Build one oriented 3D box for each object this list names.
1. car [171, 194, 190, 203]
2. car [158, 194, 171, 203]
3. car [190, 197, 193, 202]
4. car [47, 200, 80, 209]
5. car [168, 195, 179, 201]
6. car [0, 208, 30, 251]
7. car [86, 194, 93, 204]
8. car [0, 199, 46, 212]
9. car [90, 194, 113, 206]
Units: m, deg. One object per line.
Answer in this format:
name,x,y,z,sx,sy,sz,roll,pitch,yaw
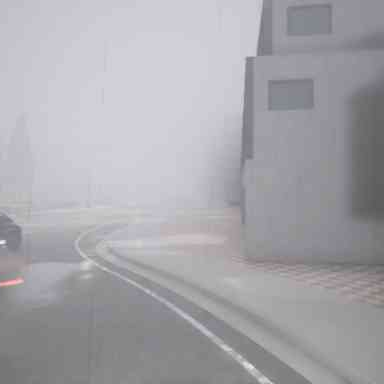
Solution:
car,-2.343,1.347,71.891,2.150,2.045,5.566,0,0,8
car,-5.815,1.346,72.404,2.150,2.045,5.566,0,0,8
car,-0.993,1.690,82.211,1.994,1.385,4.181,0,0,8
car,-17.460,1.703,45.944,1.895,1.301,4.718,0,0,8
car,-4.512,1.499,82.291,1.812,1.442,4.674,0,0,8
car,-8.524,1.538,13.241,4.892,1.490,1.837,-1,0,40
car,-18.495,1.358,64.317,2.150,2.045,5.566,0,-1,8
car,-18.778,1.566,36.697,1.882,1.535,5.008,0,0,9
car,-15.661,1.613,59.349,2.128,1.511,4.902,0,0,8
